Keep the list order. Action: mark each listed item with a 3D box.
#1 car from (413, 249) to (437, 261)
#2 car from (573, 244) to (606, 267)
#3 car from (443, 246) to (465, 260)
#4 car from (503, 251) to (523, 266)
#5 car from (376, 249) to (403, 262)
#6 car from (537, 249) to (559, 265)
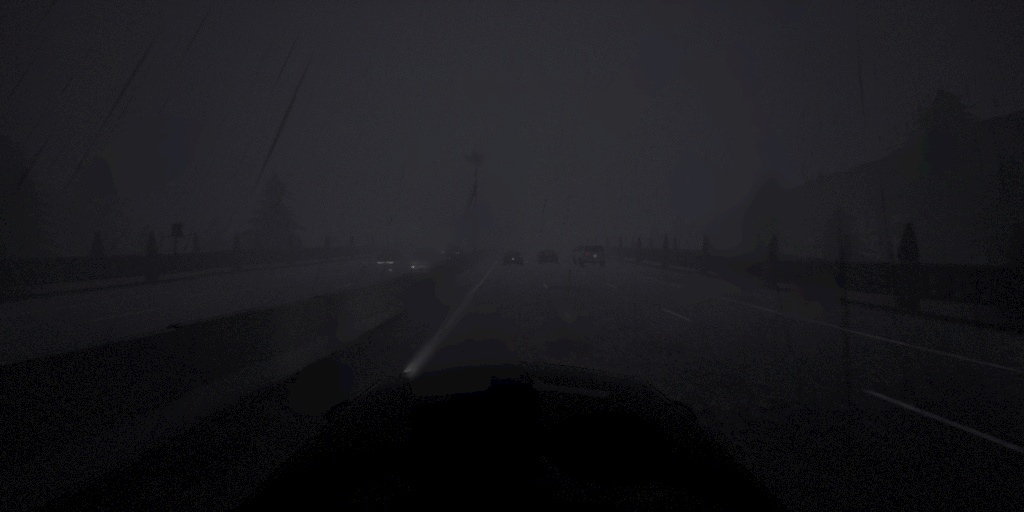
[{"bbox_3d":[-10.570,-0.166,43.808,1.895,1.301,4.718,0,2,0],"label":"car"},{"bbox_3d":[7.099,-0.076,33.303,2.150,2.045,5.566,0,3,0],"label":"car"},{"bbox_3d":[-7.066,-0.419,43.970,2.097,1.767,4.553,0,2,0],"label":"car"},{"bbox_3d":[0.102,0.160,35.641,1.994,1.385,4.181,0,2,0],"label":"car"},{"bbox_3d":[-14.070,-0.104,41.474,1.994,1.385,4.181,0,2,0],"label":"car"},{"bbox_3d":[3.603,0.029,36.727,1.882,1.535,5.008,0,3,0],"label":"car"}]
